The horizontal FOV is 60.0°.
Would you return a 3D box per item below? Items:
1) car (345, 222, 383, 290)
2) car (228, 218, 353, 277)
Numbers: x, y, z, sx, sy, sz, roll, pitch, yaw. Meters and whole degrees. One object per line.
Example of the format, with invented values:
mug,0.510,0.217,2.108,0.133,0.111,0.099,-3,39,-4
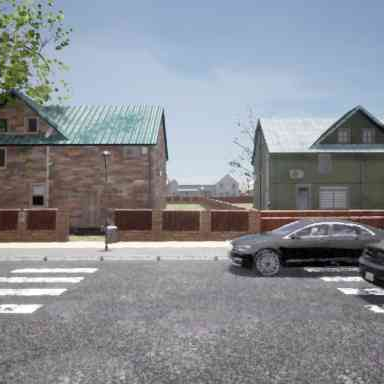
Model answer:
car,6.053,1.459,6.773,4.892,1.490,1.837,-1,-1,1
car,3.530,1.544,9.788,4.902,1.511,2.128,-1,-1,1
